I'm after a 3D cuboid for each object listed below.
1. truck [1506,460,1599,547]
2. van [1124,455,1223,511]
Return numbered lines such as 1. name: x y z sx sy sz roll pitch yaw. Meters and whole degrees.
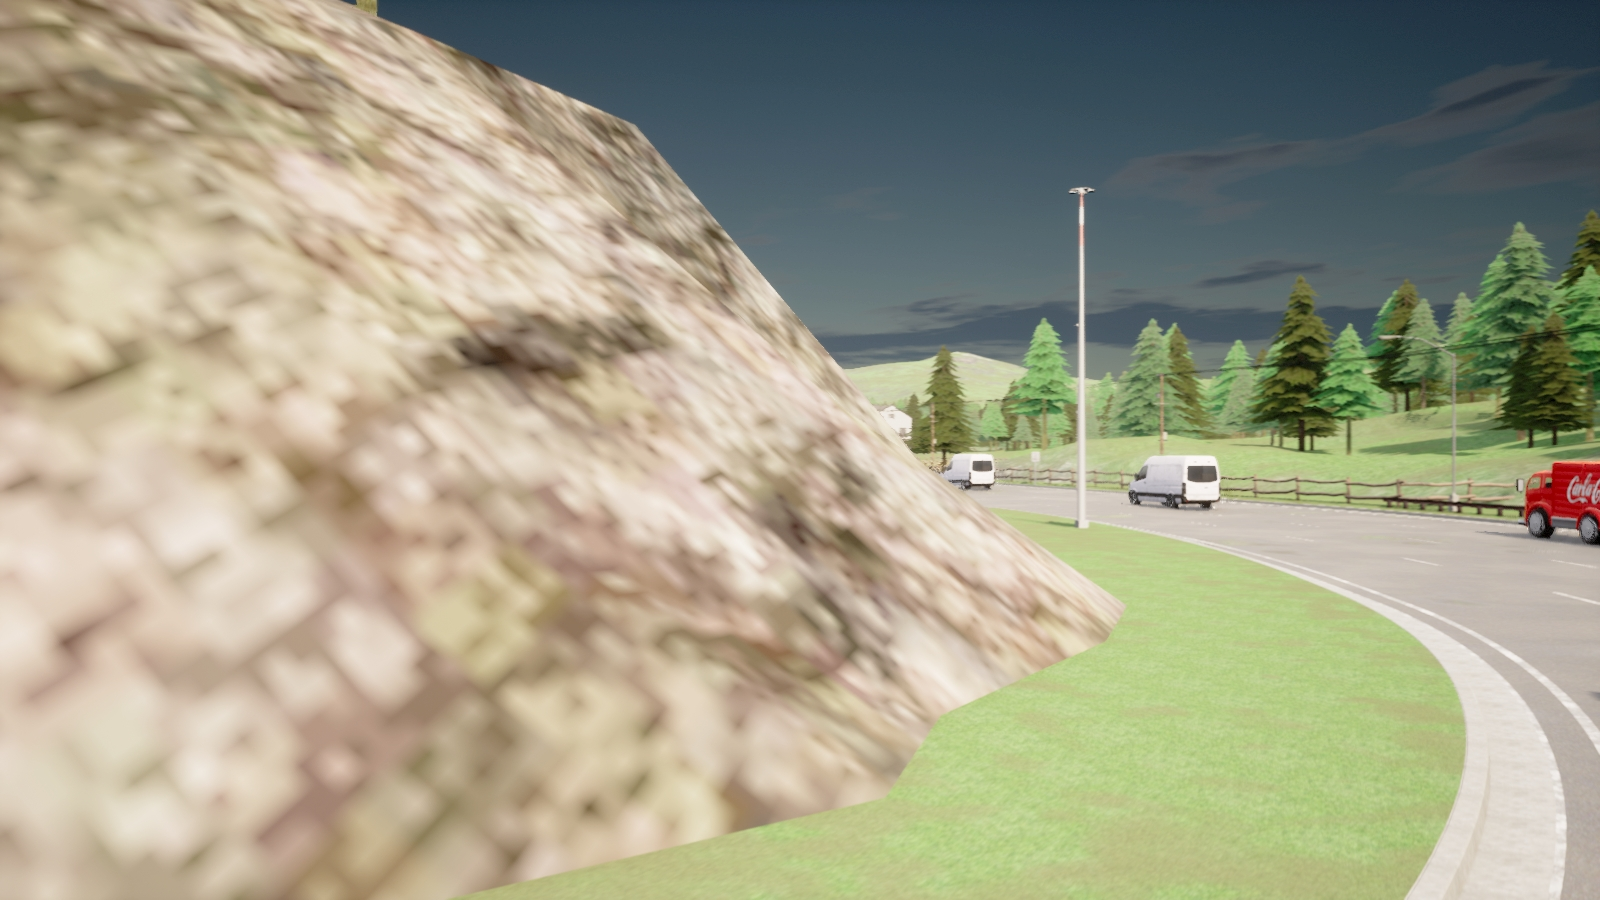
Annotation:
1. truck: 24.473 1.581 34.856 2.627 2.467 5.204 0 0 0
2. van: 18.323 1.559 56.404 1.988 2.561 5.915 0 0 -11
